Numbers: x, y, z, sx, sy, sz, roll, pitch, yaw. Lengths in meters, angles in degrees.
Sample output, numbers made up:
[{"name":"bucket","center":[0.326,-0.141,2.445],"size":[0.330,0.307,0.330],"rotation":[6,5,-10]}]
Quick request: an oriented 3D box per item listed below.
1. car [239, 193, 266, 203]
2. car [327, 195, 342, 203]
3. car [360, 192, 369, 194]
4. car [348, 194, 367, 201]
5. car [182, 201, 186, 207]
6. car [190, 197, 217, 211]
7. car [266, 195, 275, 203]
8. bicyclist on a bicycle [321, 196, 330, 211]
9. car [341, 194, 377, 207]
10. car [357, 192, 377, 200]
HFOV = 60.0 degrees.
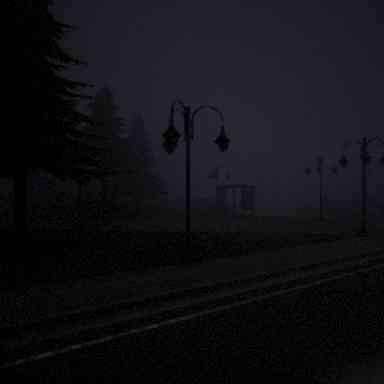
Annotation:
[{"name":"car","center":[10.614,1.333,60.489],"size":[2.007,1.523,4.514],"rotation":[0,0,-36]},{"name":"car","center":[27.237,1.305,62.991],"size":[1.845,1.501,3.633],"rotation":[0,0,-36]},{"name":"car","center":[35.395,1.278,68.762],"size":[2.007,1.523,4.514],"rotation":[0,0,-36]},{"name":"car","center":[40.989,1.335,82.300],"size":[1.970,1.475,3.806],"rotation":[0,0,-36]},{"name":"car","center":[0.398,1.526,50.395],"size":[1.812,1.442,4.674],"rotation":[0,0,-36]},{"name":"car","center":[2.329,1.480,41.653],"size":[1.882,1.535,5.008],"rotation":[0,0,-36]},{"name":"car","center":[13.137,1.322,62.354],"size":[2.152,1.636,5.027],"rotation":[0,0,-36]},{"name":"bicyclist on a bicycle","center":[14.893,1.299,37.097],"size":[1.656,1.620,0.582],"rotation":[0,0,-36]},{"name":"car","center":[23.862,1.376,47.077],"size":[1.970,1.475,3.806],"rotation":[0,0,-36]},{"name":"car","center":[44.050,1.049,83.734],"size":[1.905,1.878,3.866],"rotation":[0,0,-36]}]
